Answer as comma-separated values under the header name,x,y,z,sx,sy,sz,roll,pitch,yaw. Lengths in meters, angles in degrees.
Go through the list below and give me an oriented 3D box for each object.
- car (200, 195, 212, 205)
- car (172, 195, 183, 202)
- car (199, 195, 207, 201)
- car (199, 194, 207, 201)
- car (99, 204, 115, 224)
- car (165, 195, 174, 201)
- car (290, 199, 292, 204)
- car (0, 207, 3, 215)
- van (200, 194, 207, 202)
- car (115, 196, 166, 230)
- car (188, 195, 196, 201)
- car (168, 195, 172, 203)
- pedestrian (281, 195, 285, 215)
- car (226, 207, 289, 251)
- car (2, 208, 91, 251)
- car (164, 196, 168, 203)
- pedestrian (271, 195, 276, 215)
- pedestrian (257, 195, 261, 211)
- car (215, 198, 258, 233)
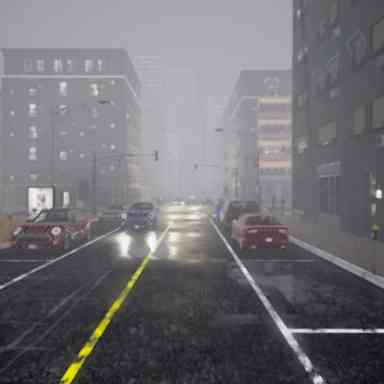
name,x,y,z,sx,sy,sz,roll,pitch,yaw
car,2.720,1.587,57.314,1.802,1.307,4.206,0,0,0
car,-2.952,1.611,75.859,1.895,1.301,4.718,0,0,0
car,2.737,1.588,84.931,1.947,1.339,4.313,0,0,0
car,2.724,1.573,62.837,1.947,1.339,4.313,0,0,0
car,-5.681,1.579,24.926,1.802,1.307,4.206,0,0,0
car,-5.644,1.566,84.949,1.887,1.381,4.507,0,0,0
car,15.787,1.033,44.444,5.009,1.841,2.192,-1,1,0
car,-22.381,1.885,35.690,4.403,1.369,2.008,-1,1,0
van,2.732,1.359,79.407,1.690,1.788,3.998,0,0,0
car,-3.059,1.348,20.790,2.097,1.767,4.553,0,0,0
car,0.054,1.540,86.771,1.812,1.442,4.674,0,0,0
car,-5.654,1.576,68.378,1.947,1.339,4.313,0,0,0
pedestrian,8.154,1.165,30.073,0.375,1.860,0.375,0,0,0
car,2.693,1.543,13.863,1.887,1.381,4.507,0,0,0
car,-5.689,1.437,13.870,1.967,1.590,4.097,0,0,0
car,-5.661,1.570,57.331,1.947,1.339,4.313,0,0,0
pedestrian,7.154,1.148,29.474,0.375,1.860,0.375,0,0,0
pedestrian,6.155,1.144,30.675,0.375,1.860,0.375,0,0,0
car,2.695,1.313,19.391,2.192,1.841,5.009,0,0,0
